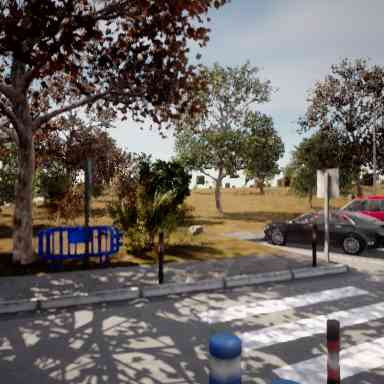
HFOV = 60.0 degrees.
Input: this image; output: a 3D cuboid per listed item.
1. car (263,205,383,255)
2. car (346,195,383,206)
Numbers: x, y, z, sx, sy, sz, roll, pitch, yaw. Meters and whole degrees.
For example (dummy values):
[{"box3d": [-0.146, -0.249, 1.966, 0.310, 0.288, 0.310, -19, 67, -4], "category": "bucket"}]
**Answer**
[{"box3d": [5.133, 1.438, 13.032, 2.231, 1.521, 4.892, 0, -1, -45], "category": "car"}, {"box3d": [7.818, 1.187, 14.279, 2.435, 2.045, 5.566, 0, -1, -44], "category": "car"}]
